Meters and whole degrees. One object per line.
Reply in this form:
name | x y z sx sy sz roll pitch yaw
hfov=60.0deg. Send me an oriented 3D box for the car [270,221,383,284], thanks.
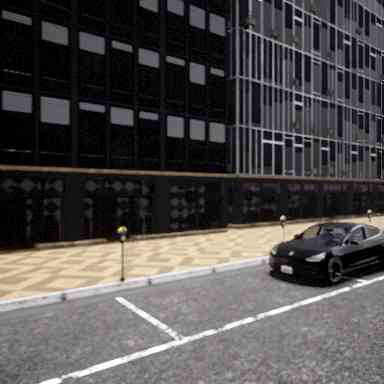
car | 4.122 1.545 9.503 4.313 1.339 1.947 0 0 -36
